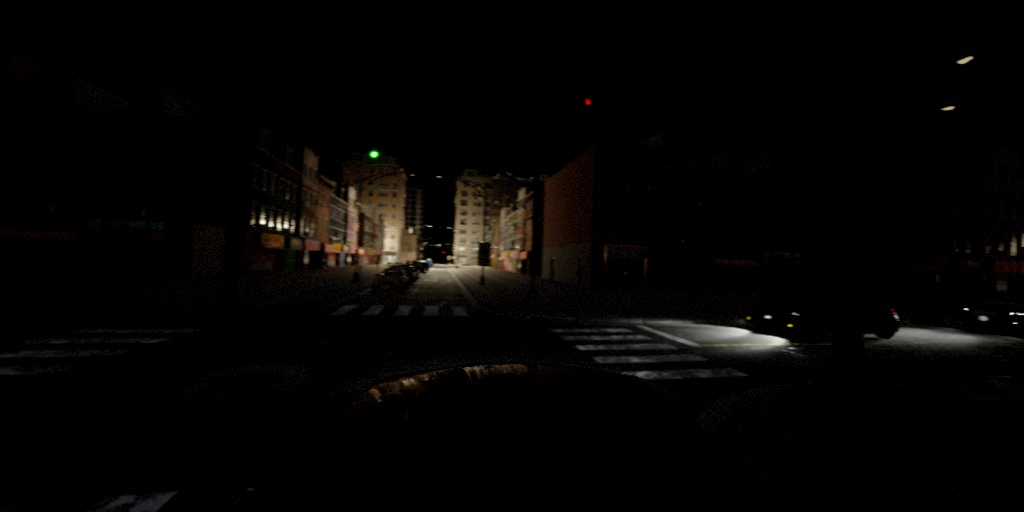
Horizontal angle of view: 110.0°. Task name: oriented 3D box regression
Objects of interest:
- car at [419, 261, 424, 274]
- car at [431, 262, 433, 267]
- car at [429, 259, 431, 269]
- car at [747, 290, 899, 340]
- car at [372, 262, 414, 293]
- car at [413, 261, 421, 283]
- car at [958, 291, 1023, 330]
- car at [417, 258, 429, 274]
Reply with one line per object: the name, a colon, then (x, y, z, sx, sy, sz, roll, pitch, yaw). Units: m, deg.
car: (-9.059, 1.381, 31.645, 1.802, 1.307, 4.207, 0, 0, -11)
car: (-13.429, 1.266, 53.636, 2.192, 1.841, 5.009, 0, 0, -11)
car: (-12.336, 1.351, 48.138, 1.967, 1.591, 4.097, 0, 0, -11)
car: (9.922, 1.797, 11.561, 4.181, 1.385, 1.994, 2, -1, -11)
car: (-6.842, 1.258, 20.484, 1.751, 1.417, 4.829, 0, 0, -11)
car: (-7.967, 1.310, 26.148, 1.888, 1.381, 4.507, 0, 0, -11)
car: (19.465, 2.092, 13.442, 4.902, 1.511, 2.128, 2, -1, -11)
car: (-11.244, 1.312, 42.640, 1.967, 1.591, 4.097, 0, 0, -11)
